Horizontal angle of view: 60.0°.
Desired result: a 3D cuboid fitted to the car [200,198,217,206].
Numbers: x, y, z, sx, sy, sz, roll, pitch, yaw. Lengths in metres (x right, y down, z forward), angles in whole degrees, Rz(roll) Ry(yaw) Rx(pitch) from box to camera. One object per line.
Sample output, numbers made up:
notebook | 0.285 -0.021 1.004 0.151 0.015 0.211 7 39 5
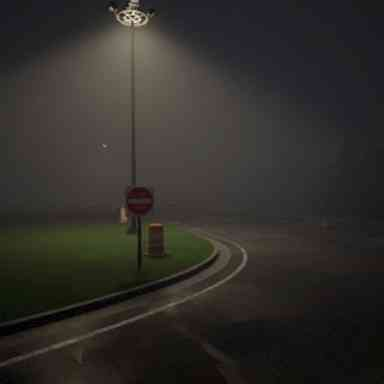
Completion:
car | 2.589 1.692 55.766 1.895 1.301 4.718 0 0 -16

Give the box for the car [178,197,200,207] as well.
car | -0.782 1.665 54.826 2.033 1.411 5.357 0 0 -16

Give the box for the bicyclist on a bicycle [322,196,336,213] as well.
bicyclist on a bicycle | 13.542 1.256 32.949 1.656 1.620 0.582 -1 0 -17

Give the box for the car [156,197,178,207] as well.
car | -4.115 1.744 53.753 1.895 1.301 4.718 0 0 -16

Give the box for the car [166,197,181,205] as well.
car | -3.673 1.666 64.383 1.837 1.490 4.892 0 0 -17

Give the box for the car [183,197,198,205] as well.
car | -0.317 1.699 65.378 1.994 1.385 4.181 0 0 -17

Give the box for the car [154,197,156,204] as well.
car | -7.028 1.665 63.388 1.882 1.535 5.008 0 0 -17
